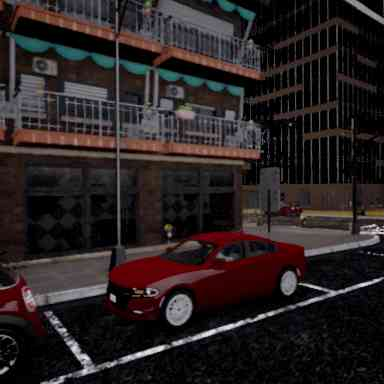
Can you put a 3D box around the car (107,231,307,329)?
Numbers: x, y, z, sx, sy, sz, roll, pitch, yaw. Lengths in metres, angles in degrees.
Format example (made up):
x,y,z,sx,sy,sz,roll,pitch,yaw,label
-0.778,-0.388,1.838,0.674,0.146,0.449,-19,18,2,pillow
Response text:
x,y,z,sx,sy,sz,roll,pitch,yaw,label
0.499,1.545,6.924,4.507,1.381,1.887,0,-1,-35,car

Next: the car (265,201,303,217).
x,y,z,sx,sy,sz,roll,pitch,yaw,label
9.754,1.752,35.816,1.967,1.590,4.097,-2,0,-36,car

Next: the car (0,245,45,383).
x,y,z,sx,sy,sz,roll,pitch,yaw,label
-3.999,1.440,3.718,4.097,1.590,1.967,0,-1,-35,car
